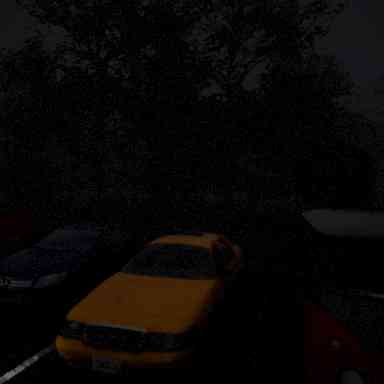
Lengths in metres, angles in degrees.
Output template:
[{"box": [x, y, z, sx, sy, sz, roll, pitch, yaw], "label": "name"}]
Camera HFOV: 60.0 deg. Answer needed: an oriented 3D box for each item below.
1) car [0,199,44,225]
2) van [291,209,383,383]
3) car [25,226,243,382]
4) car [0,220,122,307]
[{"box": [-7.430, 1.161, 11.303, 2.435, 2.045, 5.566, 0, -1, 14], "label": "car"}, {"box": [2.275, 1.255, 4.347, 1.878, 1.987, 4.442, 1, 0, 15], "label": "van"}, {"box": [-0.171, 1.458, 5.997, 1.946, 1.575, 5.366, 1, 0, 15], "label": "car"}, {"box": [-2.554, 1.485, 7.885, 2.002, 1.452, 4.674, 1, 0, 15], "label": "car"}]
